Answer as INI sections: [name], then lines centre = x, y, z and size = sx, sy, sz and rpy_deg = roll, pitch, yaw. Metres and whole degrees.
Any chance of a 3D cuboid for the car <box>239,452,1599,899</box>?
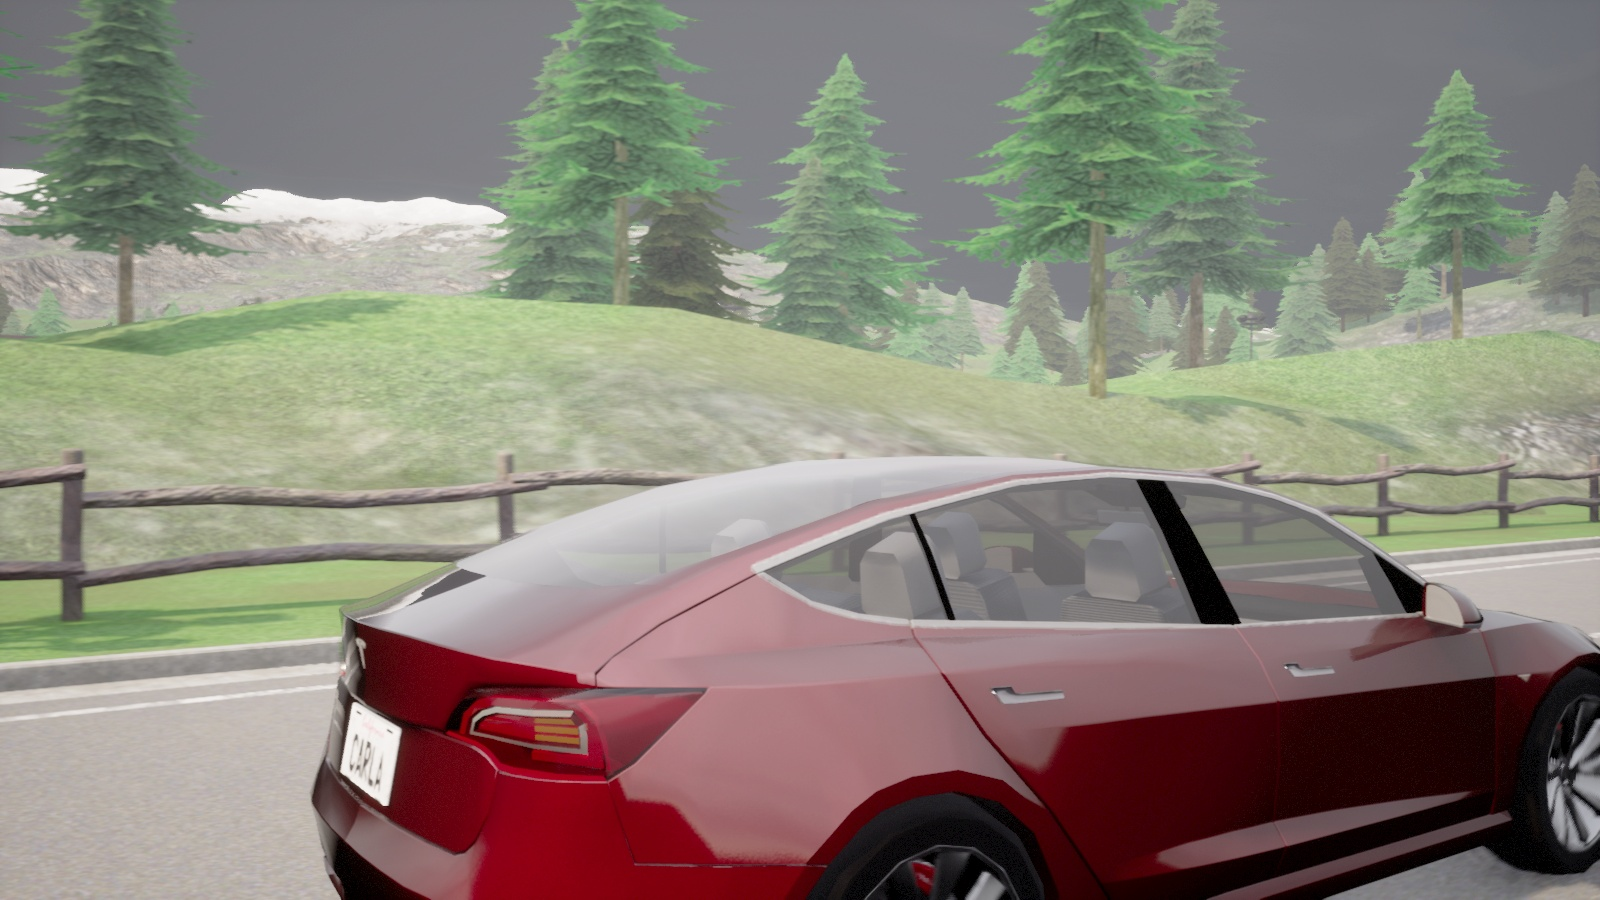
[car]
centre = 0.888, 0.753, 4.278
size = 4.792, 1.488, 2.163
rpy_deg = 0, 0, -35
